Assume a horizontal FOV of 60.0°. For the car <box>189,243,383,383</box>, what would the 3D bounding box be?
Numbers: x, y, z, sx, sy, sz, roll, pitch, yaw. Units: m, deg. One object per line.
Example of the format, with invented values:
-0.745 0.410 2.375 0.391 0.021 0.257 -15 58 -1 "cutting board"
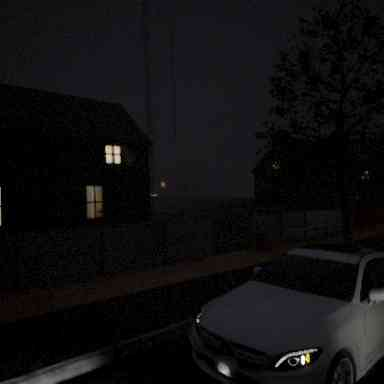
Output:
2.060 1.580 5.042 4.674 1.442 1.812 0 -1 -42 "car"
